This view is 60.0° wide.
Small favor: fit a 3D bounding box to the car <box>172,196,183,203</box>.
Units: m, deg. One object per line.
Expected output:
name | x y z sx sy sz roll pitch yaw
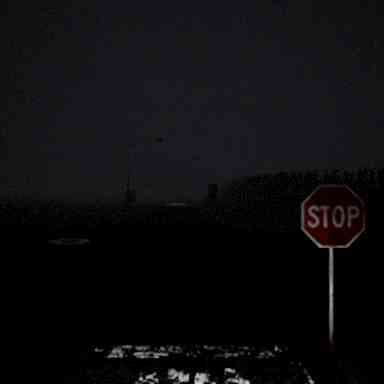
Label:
car | -2.825 1.503 65.857 2.033 1.411 5.357 0 0 0
